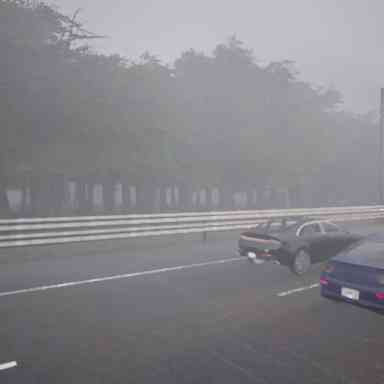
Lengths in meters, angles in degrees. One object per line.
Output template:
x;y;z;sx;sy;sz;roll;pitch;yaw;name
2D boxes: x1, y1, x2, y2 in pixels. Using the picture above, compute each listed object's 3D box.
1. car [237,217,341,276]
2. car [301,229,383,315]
3.635;1.552;10.632;4.902;1.511;2.128;1;0;-35;car
4.569;1.578;7.013;4.674;1.442;1.812;0;0;-36;car
